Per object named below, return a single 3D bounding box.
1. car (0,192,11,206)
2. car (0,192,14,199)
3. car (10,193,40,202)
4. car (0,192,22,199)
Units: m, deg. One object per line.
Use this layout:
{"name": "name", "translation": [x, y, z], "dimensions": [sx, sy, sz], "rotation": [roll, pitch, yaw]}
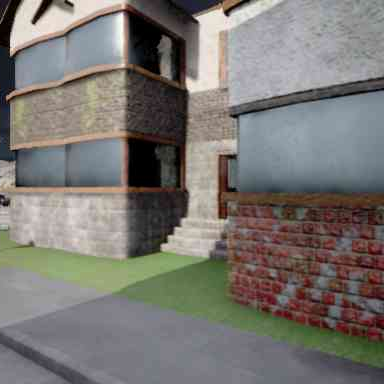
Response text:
{"name": "car", "translation": [-21.131, 1.080, 41.103], "dimensions": [2.007, 1.523, 4.514], "rotation": [0, 0, 35]}
{"name": "car", "translation": [-46.579, 0.869, 81.839], "dimensions": [2.007, 1.523, 4.514], "rotation": [0, 0, 35]}
{"name": "car", "translation": [-30.697, 0.970, 61.097], "dimensions": [2.007, 1.523, 4.514], "rotation": [0, 0, 35]}
{"name": "car", "translation": [-43.995, 0.878, 80.060], "dimensions": [2.152, 1.636, 5.027], "rotation": [0, 0, 35]}
